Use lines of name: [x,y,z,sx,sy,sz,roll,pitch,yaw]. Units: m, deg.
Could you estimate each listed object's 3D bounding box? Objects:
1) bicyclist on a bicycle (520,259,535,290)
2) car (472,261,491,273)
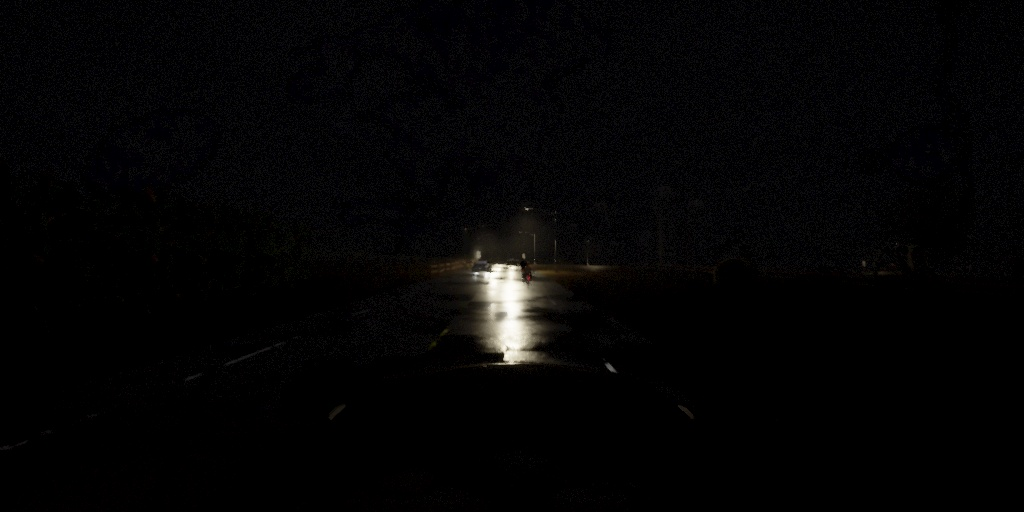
bicyclist on a bicycle: [0.952,1.140,20.993,0.866,1.612,1.509,0,0,0]
car: [-3.580,1.249,42.889,1.994,1.385,4.181,0,0,0]
